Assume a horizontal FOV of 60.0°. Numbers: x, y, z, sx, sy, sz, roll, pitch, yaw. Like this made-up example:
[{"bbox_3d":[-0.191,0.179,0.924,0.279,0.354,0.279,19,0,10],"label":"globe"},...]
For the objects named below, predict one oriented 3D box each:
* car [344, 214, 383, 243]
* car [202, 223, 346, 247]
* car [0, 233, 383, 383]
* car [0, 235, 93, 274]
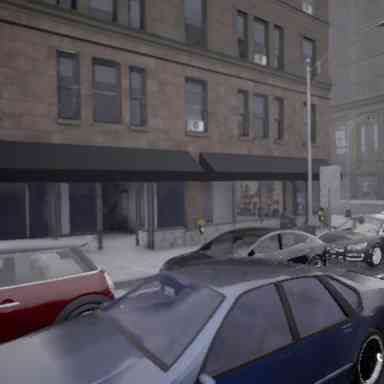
[{"bbox_3d":[5.824,1.439,10.814,4.403,1.369,2.008,-1,0,-35],"label":"car"},{"bbox_3d":[1.342,1.510,7.618,4.313,1.339,1.947,-1,0,-35],"label":"car"},{"bbox_3d":[0.390,1.524,3.638,5.357,1.411,2.033,-1,0,-35],"label":"car"},{"bbox_3d":[-3.142,1.441,4.422,4.097,1.590,1.967,-1,0,-35],"label":"car"}]
